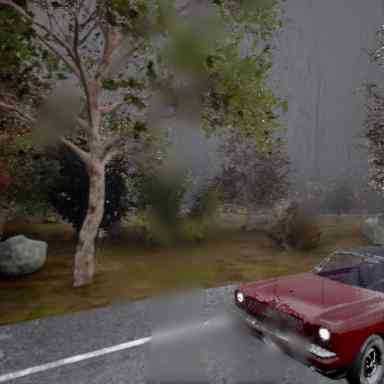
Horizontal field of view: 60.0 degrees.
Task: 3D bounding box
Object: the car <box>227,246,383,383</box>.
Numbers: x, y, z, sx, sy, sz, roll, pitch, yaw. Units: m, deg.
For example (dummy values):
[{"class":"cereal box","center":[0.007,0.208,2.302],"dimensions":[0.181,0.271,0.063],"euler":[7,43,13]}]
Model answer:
[{"class":"car","center":[2.915,1.624,5.272],"dimensions":[4.718,1.301,1.895],"euler":[0,0,-30]}]
